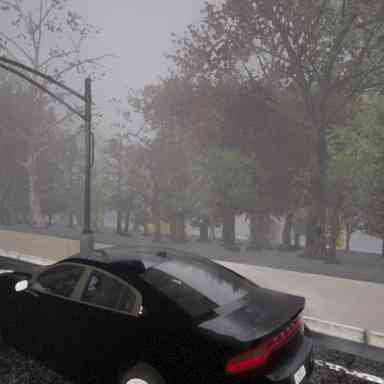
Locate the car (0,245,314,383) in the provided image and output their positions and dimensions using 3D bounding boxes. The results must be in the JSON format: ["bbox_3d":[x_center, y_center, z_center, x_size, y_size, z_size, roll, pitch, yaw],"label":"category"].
[{"bbox_3d":[-1.021,1.477,4.467,5.008,1.535,1.882,0,0,36],"label":"car"}]
